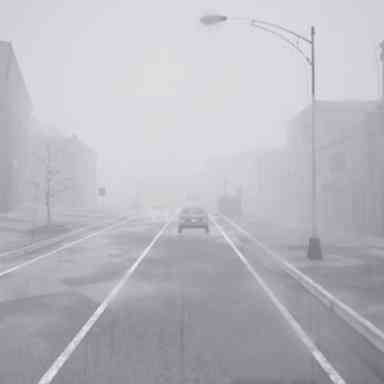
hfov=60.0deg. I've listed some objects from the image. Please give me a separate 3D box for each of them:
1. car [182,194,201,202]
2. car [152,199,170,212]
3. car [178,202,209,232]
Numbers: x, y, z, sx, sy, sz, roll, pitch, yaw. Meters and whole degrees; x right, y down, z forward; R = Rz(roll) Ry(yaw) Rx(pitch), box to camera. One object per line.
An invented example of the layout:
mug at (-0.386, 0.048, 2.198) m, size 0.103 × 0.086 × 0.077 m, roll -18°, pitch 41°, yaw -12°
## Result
car at (-0.003, 1.312, 41.225) m, size 2.150 × 2.045 × 5.566 m, roll 0°, pitch 0°, yaw -1°
car at (-3.711, 1.565, 40.621) m, size 1.882 × 1.535 × 5.008 m, roll 0°, pitch 0°, yaw -1°
car at (0.084, 1.592, 20.474) m, size 2.033 × 1.411 × 5.357 m, roll 0°, pitch 0°, yaw 0°
